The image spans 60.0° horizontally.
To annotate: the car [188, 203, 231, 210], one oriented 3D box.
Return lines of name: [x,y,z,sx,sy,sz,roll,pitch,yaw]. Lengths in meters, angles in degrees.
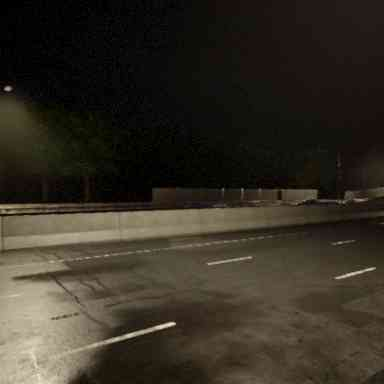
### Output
car: [2.300,1.879,31.716,4.718,1.301,1.895,0,-1,-36]

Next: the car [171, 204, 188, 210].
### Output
car: [0.169,1.858,34.499,5.357,1.411,2.033,0,-1,-36]

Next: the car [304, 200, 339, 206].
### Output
car: [15.104,1.830,36.737,5.357,1.411,2.033,0,-1,-36]

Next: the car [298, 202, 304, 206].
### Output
car: [18.620,1.944,52.225,4.674,1.442,1.812,0,-1,-35]
